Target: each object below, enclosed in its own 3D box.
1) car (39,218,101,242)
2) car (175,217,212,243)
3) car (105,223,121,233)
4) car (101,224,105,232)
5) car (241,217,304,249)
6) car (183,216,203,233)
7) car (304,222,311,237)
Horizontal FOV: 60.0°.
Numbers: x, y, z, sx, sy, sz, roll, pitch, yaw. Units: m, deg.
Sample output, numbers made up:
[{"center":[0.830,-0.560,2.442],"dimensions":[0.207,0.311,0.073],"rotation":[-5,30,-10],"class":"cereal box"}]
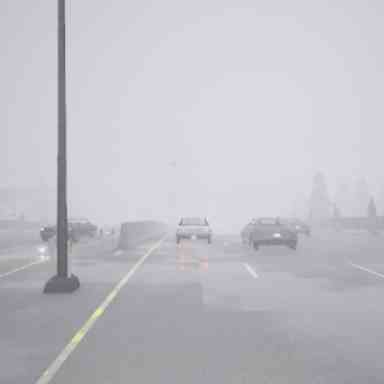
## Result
[{"center":[-7.088,2.164,19.488],"dimensions":[1.895,1.301,4.718],"rotation":[0,-4,0],"class":"car"},{"center":[0.092,2.111,18.744],"dimensions":[1.895,1.301,4.718],"rotation":[0,-4,0],"class":"car"},{"center":[-10.517,5.172,47.966],"dimensions":[2.033,1.411,5.357],"rotation":[0,-7,0],"class":"car"},{"center":[-14.019,6.044,55.392],"dimensions":[2.033,1.411,5.357],"rotation":[0,-7,0],"class":"car"},{"center":[3.593,1.911,16.068],"dimensions":[1.994,1.385,4.181],"rotation":[0,-3,0],"class":"car"},{"center":[0.086,3.623,36.412],"dimensions":[2.097,1.767,4.553],"rotation":[0,-7,0],"class":"car"},{"center":[7.090,2.509,24.318],"dimensions":[1.994,1.385,4.181],"rotation":[0,-5,0],"class":"car"}]
